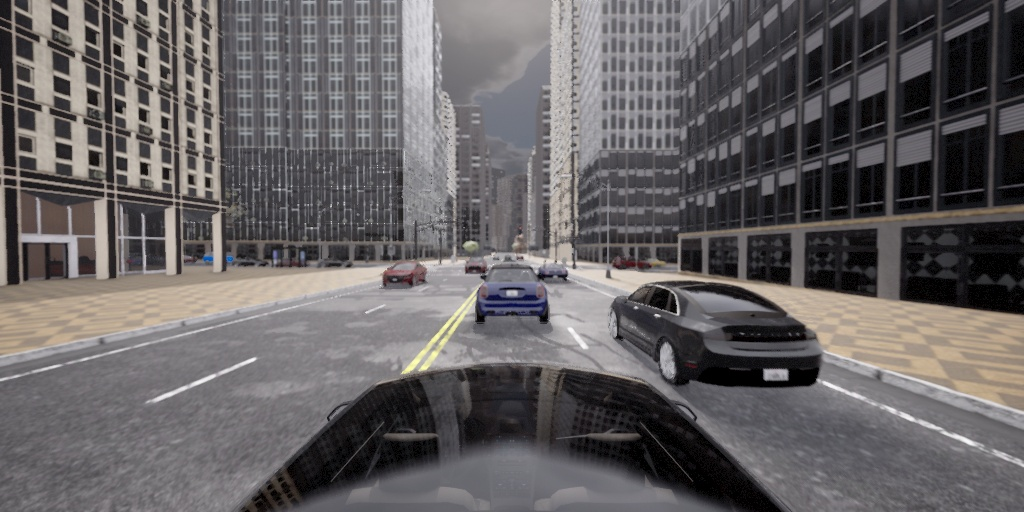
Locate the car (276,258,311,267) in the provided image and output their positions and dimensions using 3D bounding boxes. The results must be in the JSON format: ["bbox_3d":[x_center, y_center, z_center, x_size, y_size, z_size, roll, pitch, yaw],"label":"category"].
[{"bbox_3d":[-28.905,0.893,47.366,4.207,1.307,1.802,0,0,1],"label":"car"}]

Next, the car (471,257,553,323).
[{"bbox_3d":[-0.012,1.040,12.040,2.097,1.767,4.553,0,0,0],"label":"car"}]

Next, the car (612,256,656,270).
[{"bbox_3d":[15.708,0.983,47.197,5.009,1.841,2.192,0,0,0],"label":"car"}]

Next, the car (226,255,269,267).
[{"bbox_3d":[-34.588,0.828,47.477,4.313,1.339,1.948,0,0,1],"label":"car"}]

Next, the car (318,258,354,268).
[{"bbox_3d":[-23.220,0.923,47.296,4.313,1.339,1.948,0,0,1],"label":"car"}]

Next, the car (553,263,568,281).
[{"bbox_3d":[3.077,1.187,27.821,1.895,1.301,4.718,0,0,-1],"label":"car"}]

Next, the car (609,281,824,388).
[{"bbox_3d":[3.281,1.221,6.894,1.837,1.490,4.892,0,0,0],"label":"car"}]

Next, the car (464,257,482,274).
[{"bbox_3d":[-3.652,0.883,37.105,2.097,1.767,4.553,0,0,0],"label":"car"}]

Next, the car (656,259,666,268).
[{"bbox_3d":[21.228,1.054,55.543,4.829,1.417,1.751,0,0,0],"label":"car"}]

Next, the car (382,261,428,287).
[{"bbox_3d":[-6.818,1.103,23.253,1.882,1.535,5.008,0,0,-1],"label":"car"}]
